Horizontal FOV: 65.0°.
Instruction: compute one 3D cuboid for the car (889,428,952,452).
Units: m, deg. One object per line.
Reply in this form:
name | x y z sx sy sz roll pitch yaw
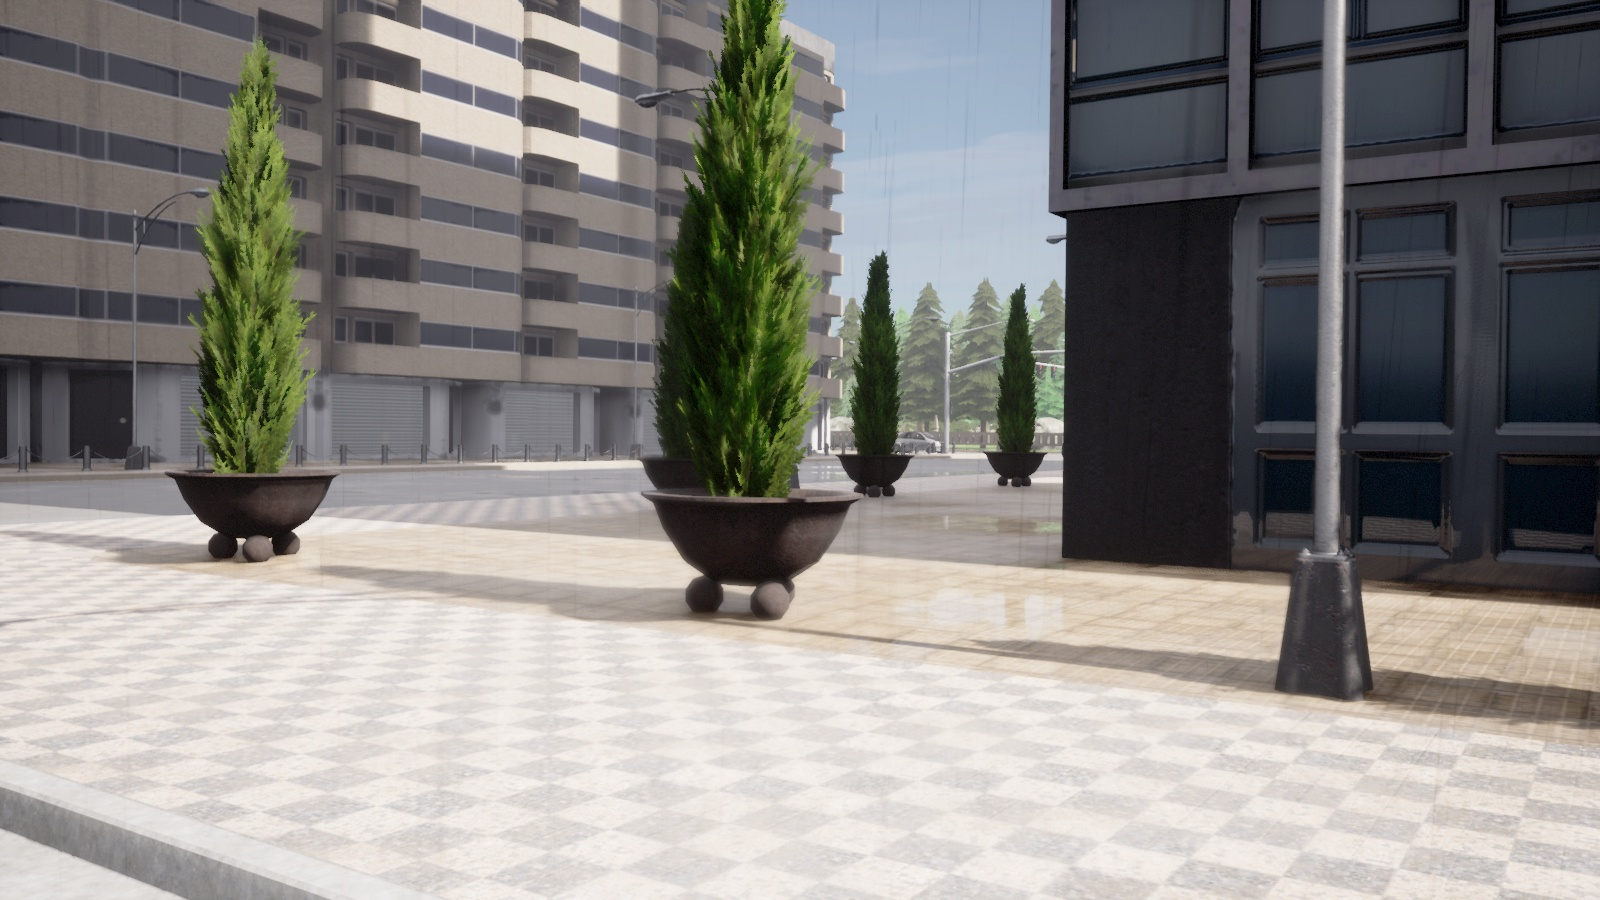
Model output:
car | 8.453 -0.685 87.908 3.988 1.617 1.851 0 1 34
